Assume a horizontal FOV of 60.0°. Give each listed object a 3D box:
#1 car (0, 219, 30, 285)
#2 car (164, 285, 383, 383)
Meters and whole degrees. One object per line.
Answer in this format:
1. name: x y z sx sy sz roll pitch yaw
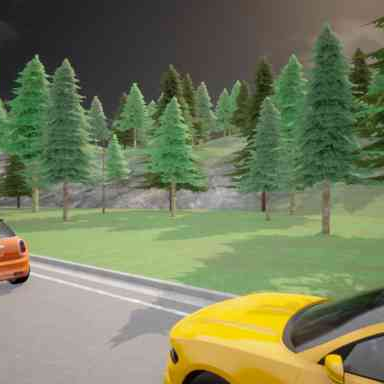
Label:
1. car: -6.097 1.351 8.317 4.553 1.767 2.097 0 0 35
2. car: 2.028 1.478 2.545 5.008 1.535 1.882 0 0 35
